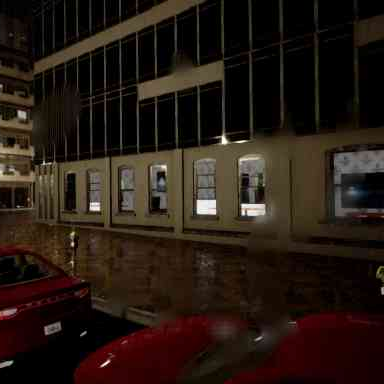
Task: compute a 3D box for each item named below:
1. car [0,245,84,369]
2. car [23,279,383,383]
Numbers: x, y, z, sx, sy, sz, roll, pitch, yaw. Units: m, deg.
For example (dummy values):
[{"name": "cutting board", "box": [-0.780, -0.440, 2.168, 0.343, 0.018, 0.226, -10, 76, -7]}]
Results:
[{"name": "car", "box": [-3.528, 1.546, 5.396, 4.507, 1.381, 1.887, 0, -1, 35]}, {"name": "car", "box": [1.047, 1.545, 2.137, 4.507, 1.381, 1.887, 0, -1, 35]}]
